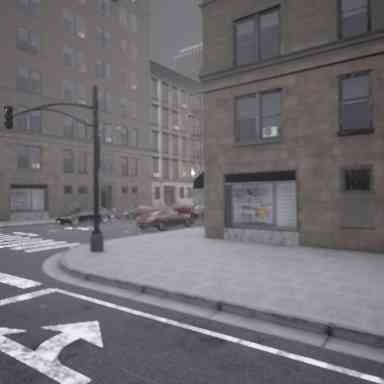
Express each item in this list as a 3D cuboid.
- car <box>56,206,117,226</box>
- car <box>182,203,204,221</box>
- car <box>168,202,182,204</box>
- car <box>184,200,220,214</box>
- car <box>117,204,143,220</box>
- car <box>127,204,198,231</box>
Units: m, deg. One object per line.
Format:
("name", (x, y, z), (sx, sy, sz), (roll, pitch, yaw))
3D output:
("car", (-8.259, 1.762, 25.533), (1.947, 1.339, 4.313), (-1, -1, 35))
("car", (1.479, 1.518, 25.391), (1.967, 1.590, 4.097), (-1, -1, 35))
("car", (-1.871, 1.735, 34.533), (1.887, 1.381, 4.507), (-1, -1, 35))
("car", (1.225, 1.714, 38.894), (1.752, 1.417, 4.829), (-1, -1, 35))
("car", (-5.064, 1.775, 30.033), (1.802, 1.307, 4.206), (-1, -1, 35))
("car", (-1.714, 1.662, 20.889), (1.802, 1.307, 4.206), (-1, -1, 35))
